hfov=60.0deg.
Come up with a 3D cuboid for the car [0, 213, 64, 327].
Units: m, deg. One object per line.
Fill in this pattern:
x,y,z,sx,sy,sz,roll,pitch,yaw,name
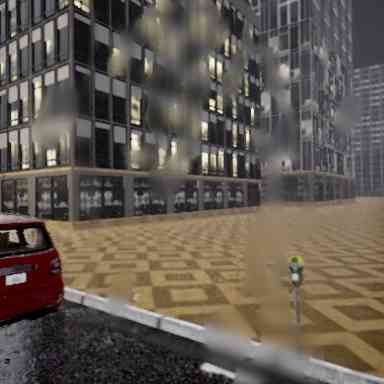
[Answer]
-4.389,1.287,6.029,5.009,1.841,2.192,0,-1,36,car
